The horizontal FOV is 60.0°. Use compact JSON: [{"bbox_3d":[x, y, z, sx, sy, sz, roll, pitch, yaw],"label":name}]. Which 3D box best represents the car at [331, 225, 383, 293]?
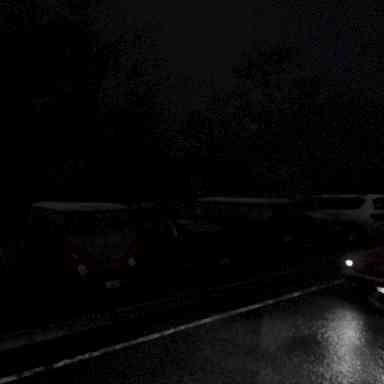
[{"bbox_3d":[5.421,1.529,7.547,4.718,1.301,1.895,-1,0,-35],"label":"car"}]

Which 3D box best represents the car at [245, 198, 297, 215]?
[{"bbox_3d":[7.481,1.320,31.858,2.002,1.452,4.674,0,0,-36],"label":"car"}]

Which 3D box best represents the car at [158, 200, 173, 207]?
[{"bbox_3d":[-3.745,1.379,23.831,2.097,1.535,5.008,-1,0,-36],"label":"car"}]

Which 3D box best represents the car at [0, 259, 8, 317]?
[{"bbox_3d":[-5.157,1.342,6.718,2.185,1.767,4.553,-1,0,-36],"label":"car"}]

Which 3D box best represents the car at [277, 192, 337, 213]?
[{"bbox_3d":[12.026,1.000,35.074,2.435,2.045,5.566,0,0,-36],"label":"car"}]

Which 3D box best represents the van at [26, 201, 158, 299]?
[{"bbox_3d":[-2.826,1.219,8.277,1.878,1.987,4.442,-1,0,-36],"label":"van"}]

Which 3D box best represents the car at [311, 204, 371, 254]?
[{"bbox_3d":[3.955,1.378,13.257,2.097,1.535,5.008,-1,0,-36],"label":"car"}]

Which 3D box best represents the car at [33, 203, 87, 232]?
[{"bbox_3d":[-8.280,1.463,20.595,2.002,1.452,4.674,-1,0,-36],"label":"car"}]

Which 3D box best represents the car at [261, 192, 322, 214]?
[{"bbox_3d":[9.860,1.012,33.526,2.435,2.045,5.566,0,0,-36],"label":"car"}]

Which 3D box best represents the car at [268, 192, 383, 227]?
[{"bbox_3d":[6.214,1.104,14.913,2.435,2.045,5.566,-1,0,-36],"label":"car"}]

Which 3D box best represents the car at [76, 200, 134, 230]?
[{"bbox_3d":[-5.907,1.398,22.064,1.946,1.575,5.366,-1,0,-36],"label":"car"}]

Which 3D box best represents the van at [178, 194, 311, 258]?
[{"bbox_3d":[1.601,1.174,11.725,1.878,1.987,4.442,-1,0,-36],"label":"van"}]

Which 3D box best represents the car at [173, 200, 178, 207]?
[{"bbox_3d":[-1.465,1.386,25.431,2.163,1.488,4.792,-1,0,-36],"label":"car"}]

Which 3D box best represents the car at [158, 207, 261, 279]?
[{"bbox_3d":[-0.607,1.424,9.998,2.231,1.521,4.892,-1,0,-36],"label":"car"}]

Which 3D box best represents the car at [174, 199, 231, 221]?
[{"bbox_3d":[0.767,1.364,27.097,2.163,1.488,4.792,-1,0,-36],"label":"car"}]

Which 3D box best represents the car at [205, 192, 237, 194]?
[{"bbox_3d":[3.062,1.063,28.668,2.435,2.045,5.566,-1,0,-36],"label":"car"}]
